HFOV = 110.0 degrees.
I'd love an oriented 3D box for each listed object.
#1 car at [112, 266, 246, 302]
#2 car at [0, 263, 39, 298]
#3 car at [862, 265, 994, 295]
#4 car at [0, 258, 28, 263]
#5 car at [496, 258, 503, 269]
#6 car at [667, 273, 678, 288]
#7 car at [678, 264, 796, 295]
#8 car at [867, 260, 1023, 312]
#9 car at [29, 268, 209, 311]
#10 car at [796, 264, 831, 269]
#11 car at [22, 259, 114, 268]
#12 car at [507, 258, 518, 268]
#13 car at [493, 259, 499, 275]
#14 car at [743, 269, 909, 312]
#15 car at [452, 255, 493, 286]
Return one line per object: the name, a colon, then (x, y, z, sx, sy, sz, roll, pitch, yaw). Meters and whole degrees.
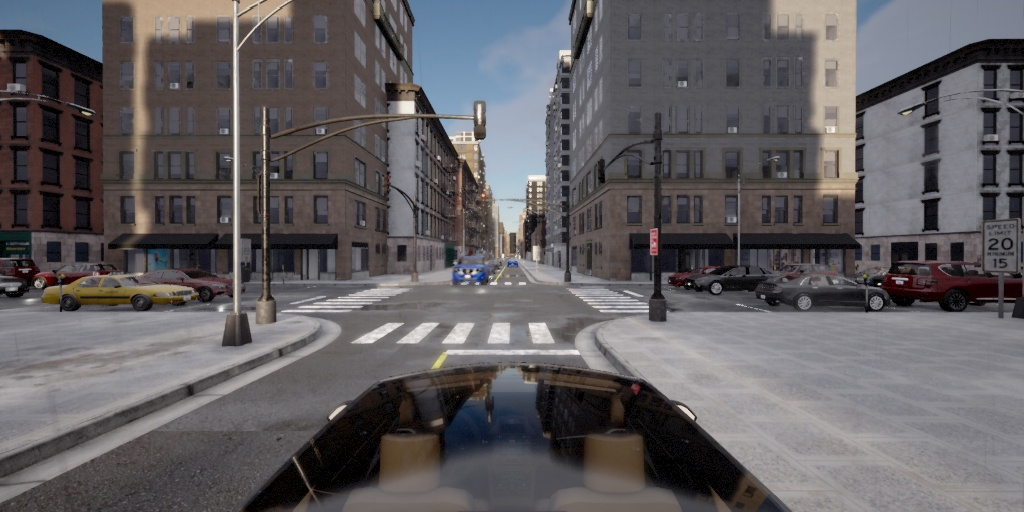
car: (-14.784, 1.282, 16.294, 4.674, 1.442, 1.812, 0, 0, 0)
car: (-25.219, 1.245, 16.340, 4.902, 1.511, 2.128, 0, 0, 0)
car: (22.078, 1.256, 19.166, 4.892, 1.490, 1.837, 0, 0, 0)
car: (-32.025, 1.041, 21.850, 5.009, 1.841, 2.192, 0, 0, 0)
car: (-2.750, 1.270, 52.354, 1.837, 1.490, 4.892, 0, -1, 0)
car: (11.806, 1.281, 21.734, 4.507, 1.381, 1.888, 0, 0, 0)
car: (11.909, 1.253, 19.190, 4.892, 1.490, 1.837, 0, 0, 0)
car: (17.194, 1.091, 13.695, 5.009, 1.841, 2.192, 0, 0, 0)
car: (-14.891, 1.293, 13.780, 4.829, 1.417, 1.751, 0, 0, 0)
car: (17.215, 1.177, 21.720, 4.097, 1.591, 1.967, 0, 0, 0)
car: (-26.363, 1.167, 21.835, 4.097, 1.591, 1.967, 0, 0, 0)
car: (0.110, 1.247, 63.210, 1.882, 1.535, 5.008, 0, 0, 0)
car: (-2.783, 1.320, 38.376, 1.994, 1.385, 4.181, 0, 0, 0)
car: (11.785, 1.325, 13.709, 4.403, 1.370, 2.007, 0, 0, 0)
car: (-2.809, 0.972, 25.465, 2.150, 2.045, 5.566, 0, 0, 0)
